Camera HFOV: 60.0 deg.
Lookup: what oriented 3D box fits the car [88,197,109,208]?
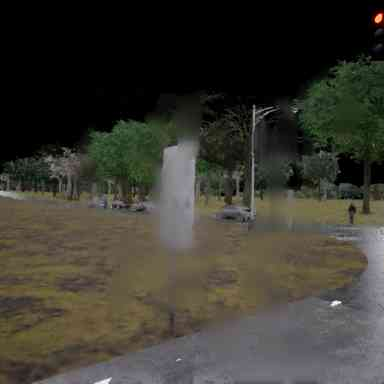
[{"bbox_3d":[-18.387,1.962,65.208,2.150,2.045,5.566,3,-2,-36],"label":"car"}]

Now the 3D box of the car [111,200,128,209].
[{"bbox_3d":[-12.298,2.187,56.728,1.837,1.490,4.892,3,-2,-36],"label":"car"}]

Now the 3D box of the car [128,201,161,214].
[{"bbox_3d":[-5.589,1.916,41.081,2.128,1.511,4.902,3,-2,-36],"label":"car"}]

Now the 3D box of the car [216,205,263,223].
[{"bbox_3d":[3.910,1.810,27.871,1.994,1.385,4.181,3,-2,-36],"label":"car"}]

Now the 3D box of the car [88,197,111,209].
[{"bbox_3d":[-15.953,2.074,55.643,2.128,1.511,4.902,3,-2,-36],"label":"car"}]

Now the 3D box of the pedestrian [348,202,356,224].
[{"bbox_3d":[13.334,1.717,27.800,0.375,1.860,0.375,2,-1,-36],"label":"pedestrian"}]
